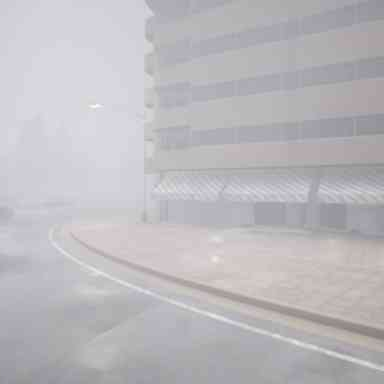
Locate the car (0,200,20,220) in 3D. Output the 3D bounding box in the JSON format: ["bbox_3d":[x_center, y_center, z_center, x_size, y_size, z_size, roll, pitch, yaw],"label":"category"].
[{"bbox_3d":[-14.195,1.392,23.229,2.033,1.411,5.357,0,0,-10],"label":"car"}]

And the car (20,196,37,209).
[{"bbox_3d":[-20.043,1.280,41.333,1.812,1.442,4.674,0,0,17],"label":"car"}]

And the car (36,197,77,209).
[{"bbox_3d":[-16.494,1.377,41.254,1.895,1.301,4.718,0,0,18],"label":"car"}]
